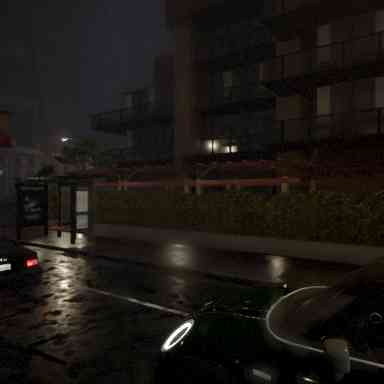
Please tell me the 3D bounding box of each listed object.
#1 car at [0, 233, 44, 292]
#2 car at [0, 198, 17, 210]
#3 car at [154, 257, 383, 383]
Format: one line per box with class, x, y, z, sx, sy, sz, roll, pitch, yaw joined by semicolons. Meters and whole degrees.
car;-5.768;1.547;8.061;5.357;1.411;2.033;0;0;36
car;-23.827;1.526;44.133;1.812;1.442;4.674;0;0;35
car;1.850;1.352;2.685;4.553;1.767;2.097;0;0;35
